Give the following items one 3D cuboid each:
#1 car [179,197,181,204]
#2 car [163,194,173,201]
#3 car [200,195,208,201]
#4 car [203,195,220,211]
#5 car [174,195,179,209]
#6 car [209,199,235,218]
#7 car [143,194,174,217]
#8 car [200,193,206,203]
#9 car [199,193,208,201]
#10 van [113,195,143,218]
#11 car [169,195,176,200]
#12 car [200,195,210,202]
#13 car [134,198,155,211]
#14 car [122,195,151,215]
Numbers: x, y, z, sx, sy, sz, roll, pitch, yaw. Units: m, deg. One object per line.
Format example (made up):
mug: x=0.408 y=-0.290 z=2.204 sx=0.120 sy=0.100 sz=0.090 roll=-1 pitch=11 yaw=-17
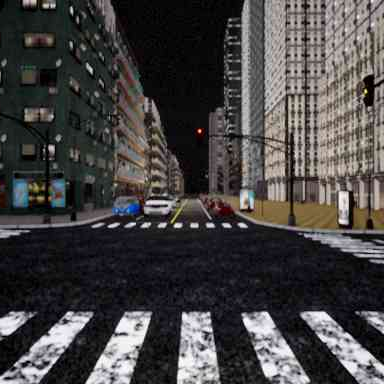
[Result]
car: x=-2.962 y=1.469 z=61.119 sx=2.033 sy=1.411 sz=5.357 roll=0 pitch=0 yaw=1
car: x=-5.592 y=1.350 z=78.558 sx=1.967 sy=1.590 sz=4.097 roll=0 pitch=0 yaw=0
car: x=2.787 y=1.492 z=78.548 sx=1.802 sy=1.307 sz=4.206 roll=0 pitch=0 yaw=0
car: x=2.744 y=1.383 z=39.855 sx=1.967 sy=1.590 sz=4.097 roll=0 pitch=0 yaw=0
car: x=-3.038 y=1.465 z=43.209 sx=1.812 sy=1.442 sz=4.674 roll=0 pitch=0 yaw=0
car: x=2.730 y=1.539 z=28.799 sx=1.802 sy=1.307 sz=4.206 roll=0 pitch=0 yaw=0
car: x=-3.069 y=1.176 z=30.648 sx=2.150 sy=2.045 sz=5.566 roll=0 pitch=0 yaw=-1
car: x=2.763 y=1.366 z=56.437 sx=1.967 sy=1.590 sz=4.097 roll=0 pitch=0 yaw=0
car: x=2.796 y=1.221 z=84.075 sx=2.192 sy=1.841 sz=5.009 roll=0 pitch=0 yaw=0
van: x=-5.649 y=1.298 z=28.810 sx=1.690 sy=1.788 sz=3.998 roll=0 pitch=0 yaw=0
car: x=-5.574 y=1.468 z=95.141 sx=1.947 sy=1.339 sz=4.313 roll=0 pitch=0 yaw=0
car: x=2.781 y=1.458 z=73.021 sx=1.887 sy=1.381 sz=4.507 roll=0 pitch=0 yaw=0
car: x=-5.638 y=1.488 z=39.866 sx=1.887 sy=1.381 sz=4.507 roll=0 pitch=0 yaw=0
car: x=-5.642 y=1.265 z=34.338 sx=2.192 sy=1.841 sz=5.009 roll=0 pitch=0 yaw=0
